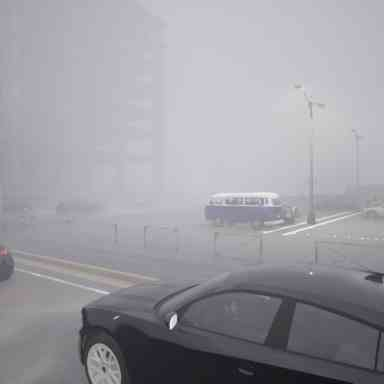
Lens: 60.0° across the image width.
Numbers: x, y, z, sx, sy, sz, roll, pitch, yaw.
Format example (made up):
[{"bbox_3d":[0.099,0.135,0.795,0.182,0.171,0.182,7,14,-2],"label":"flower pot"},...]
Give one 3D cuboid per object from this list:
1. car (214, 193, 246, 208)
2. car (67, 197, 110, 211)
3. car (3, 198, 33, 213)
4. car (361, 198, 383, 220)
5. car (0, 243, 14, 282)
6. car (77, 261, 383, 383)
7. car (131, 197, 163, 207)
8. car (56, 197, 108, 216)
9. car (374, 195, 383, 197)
[{"bbox_3d":[6.582,1.166,56.688,2.150,2.045,5.566,0,0,35],"label":"car"},{"bbox_3d":[-12.882,1.422,41.730,1.882,1.535,5.008,0,0,35],"label":"car"},{"bbox_3d":[-18.723,1.422,33.525,1.882,1.535,5.008,0,0,35],"label":"car"},{"bbox_3d":[14.757,1.395,24.709,3.806,1.475,1.970,0,0,36],"label":"car"},{"bbox_3d":[-6.422,1.564,8.561,4.181,1.385,1.994,0,0,36],"label":"car"},{"bbox_3d":[0.900,1.478,3.353,5.008,1.535,1.882,0,0,36],"label":"car"},{"bbox_3d":[-6.719,1.492,50.388,2.033,1.411,5.357,0,0,36],"label":"car"},{"bbox_3d":[-10.701,1.436,32.373,2.128,1.511,4.902,0,0,35],"label":"car"},{"bbox_3d":[17.981,1.153,29.262,4.605,1.855,1.932,0,0,36],"label":"car"}]
